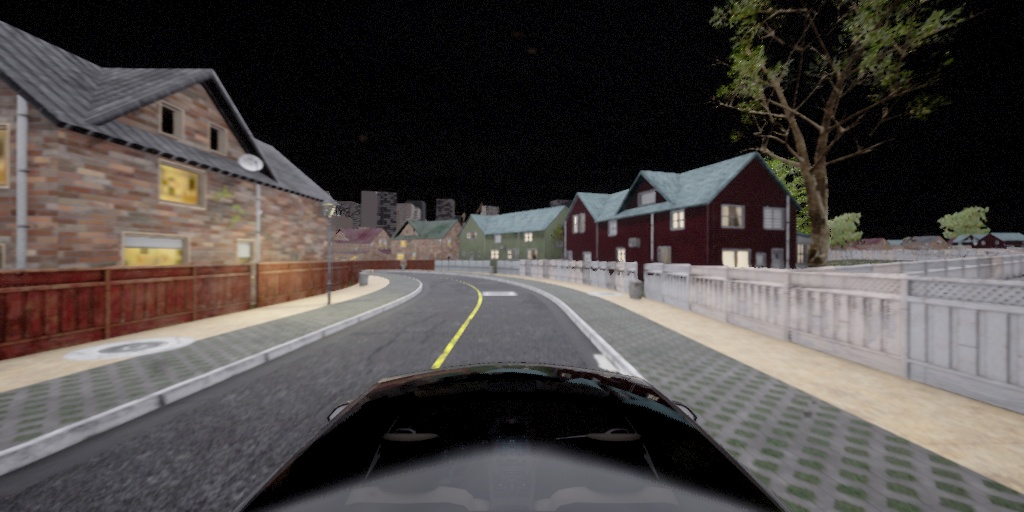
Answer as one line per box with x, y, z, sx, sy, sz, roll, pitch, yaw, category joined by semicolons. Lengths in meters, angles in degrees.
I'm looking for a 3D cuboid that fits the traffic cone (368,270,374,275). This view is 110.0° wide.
-17.058;1.904;43.942;0.340;0.580;0.340;0;0;43;traffic cone
